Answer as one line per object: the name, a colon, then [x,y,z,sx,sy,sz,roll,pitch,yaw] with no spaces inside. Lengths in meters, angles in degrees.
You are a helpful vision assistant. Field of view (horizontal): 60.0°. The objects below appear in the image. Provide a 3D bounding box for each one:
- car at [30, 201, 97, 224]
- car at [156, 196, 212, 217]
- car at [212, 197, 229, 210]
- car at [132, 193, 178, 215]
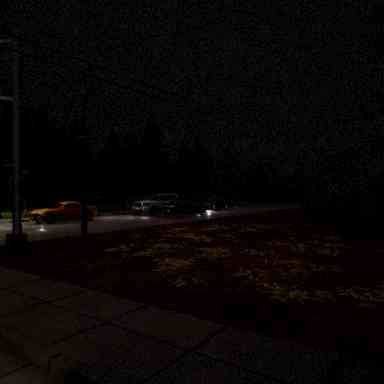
car: [-9.541,1.485,24.975,1.882,1.535,5.008,0,0,37]
car: [-0.623,1.437,30.792,2.128,1.511,4.902,0,0,36]
car: [2.782,1.404,41.584,1.837,1.490,4.892,0,0,37]
car: [-3.433,1.175,33.221,2.150,2.045,5.566,0,0,36]
